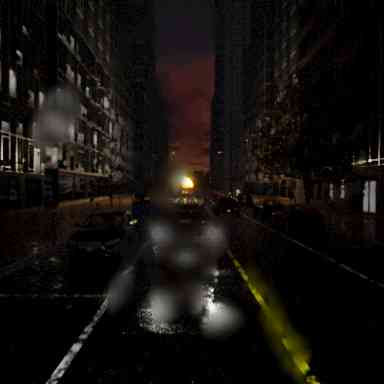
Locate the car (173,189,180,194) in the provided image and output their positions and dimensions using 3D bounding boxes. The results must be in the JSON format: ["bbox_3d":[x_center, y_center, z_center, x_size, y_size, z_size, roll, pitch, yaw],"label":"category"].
[{"bbox_3d":[-4.155,-0.076,91.217,1.887,1.381,4.507,0,1,-1],"label":"car"}]

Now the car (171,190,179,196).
[{"bbox_3d":[-3.977,0.175,79.836,1.802,1.307,4.206,0,1,-1],"label":"car"}]

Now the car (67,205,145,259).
[{"bbox_3d":[-2.909,1.352,11.541,2.008,1.369,4.403,0,1,-1],"label":"car"}]

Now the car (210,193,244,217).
[{"bbox_3d":[2.613,1.102,26.169,1.812,1.442,4.674,0,1,0],"label":"car"}]

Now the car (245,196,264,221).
[{"bbox_3d":[5.292,1.191,23.051,2.008,1.369,4.403,0,1,-1],"label":"car"}]

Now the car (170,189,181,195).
[{"bbox_3d":[-3.888,0.243,74.143,1.887,1.381,4.507,0,1,-1],"label":"car"}]

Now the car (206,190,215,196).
[{"bbox_3d":[4.403,0.188,79.959,1.947,1.339,4.313,0,1,-1],"label":"car"}]

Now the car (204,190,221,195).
[{"bbox_3d":[2.360,0.791,42.787,1.837,1.490,4.892,0,1,-1],"label":"car"}]

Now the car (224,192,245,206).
[{"bbox_3d":[5.026,0.783,40.122,1.967,1.590,4.097,0,1,-1],"label":"car"}]

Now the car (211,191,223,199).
[{"bbox_3d":[4.670,0.482,62.887,1.887,1.381,4.507,0,1,-1],"label":"car"}]

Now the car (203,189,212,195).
[{"bbox_3d":[4.225,-0.025,91.340,1.947,1.339,4.313,0,1,-1],"label":"car"}]

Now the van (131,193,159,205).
[{"bbox_3d":[-3.086,0.952,22.920,1.690,1.788,3.998,0,1,-1],"label":"van"}]

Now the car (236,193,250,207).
[{"bbox_3d":[5.115,0.882,34.431,1.967,1.590,4.097,0,1,-1],"label":"car"}]

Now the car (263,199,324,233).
[{"bbox_3d":[5.382,1.288,17.360,2.008,1.369,4.403,0,1,-1],"label":"car"}]

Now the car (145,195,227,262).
[{"bbox_3d":[-0.222,1.167,11.352,2.097,1.767,4.553,0,1,-1],"label":"car"}]
